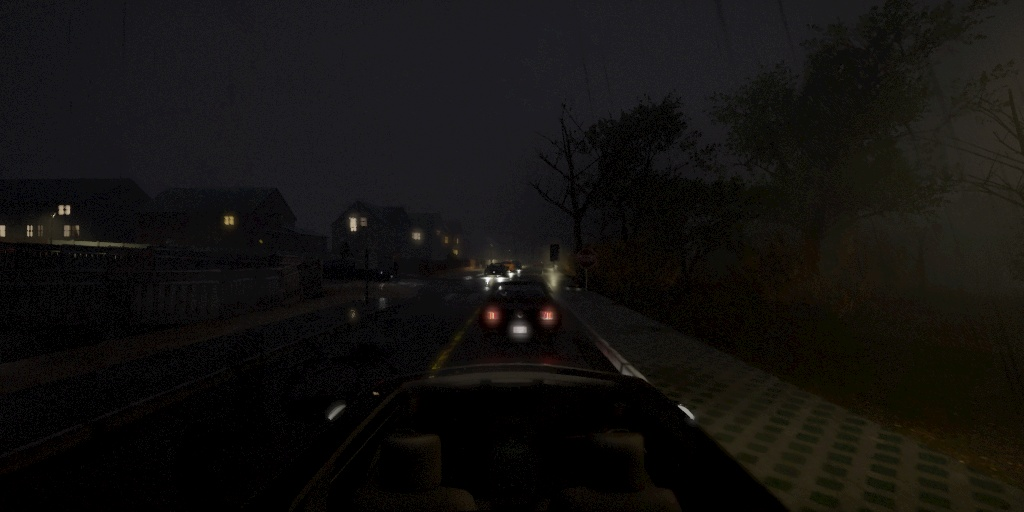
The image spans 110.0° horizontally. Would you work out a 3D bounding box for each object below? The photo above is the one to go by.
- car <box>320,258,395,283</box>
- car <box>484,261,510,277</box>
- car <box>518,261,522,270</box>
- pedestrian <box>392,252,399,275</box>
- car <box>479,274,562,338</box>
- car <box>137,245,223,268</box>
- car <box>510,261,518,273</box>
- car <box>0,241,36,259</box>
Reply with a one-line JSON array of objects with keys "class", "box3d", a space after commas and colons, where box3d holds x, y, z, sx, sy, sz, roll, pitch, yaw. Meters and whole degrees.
[{"class": "car", "box3d": [-9.660, 0.872, 22.197, 4.674, 1.442, 1.812, 3, 0, 6]}, {"class": "car", "box3d": [-1.601, 1.375, 36.239, 1.994, 1.385, 4.181, 0, 0, 3]}, {"class": "car", "box3d": [0.508, 1.481, 58.832, 1.812, 1.442, 4.674, 0, 0, 6]}, {"class": "pedestrian", "box3d": [-9.173, 0.552, 28.297, 0.375, 1.860, 0.375, 0, -3, 1]}, {"class": "car", "box3d": [0.215, 1.357, 10.192, 1.895, 1.301, 4.718, 0, 0, 1]}, {"class": "car", "box3d": [-20.871, 0.169, 22.673, 4.553, 1.767, 2.097, 3, 0, 1]}, {"class": "car", "box3d": [-0.753, 1.342, 46.664, 1.882, 1.535, 5.008, 0, -1, 6]}, {"class": "car", "box3d": [-33.426, -0.299, 22.935, 5.008, 1.535, 1.882, 3, 0, 1]}]
